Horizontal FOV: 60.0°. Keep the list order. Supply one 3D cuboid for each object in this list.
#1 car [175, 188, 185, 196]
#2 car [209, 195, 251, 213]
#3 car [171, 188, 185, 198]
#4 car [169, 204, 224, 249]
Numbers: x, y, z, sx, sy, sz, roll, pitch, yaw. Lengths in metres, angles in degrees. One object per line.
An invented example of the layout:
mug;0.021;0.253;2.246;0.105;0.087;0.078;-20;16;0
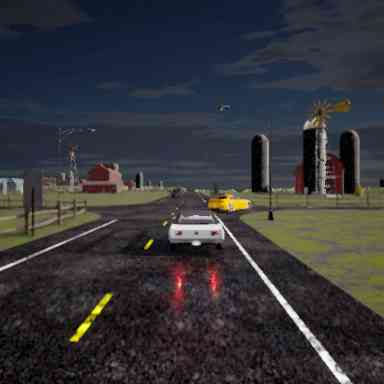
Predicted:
car;-3.076;0.029;85.956;2.150;2.045;5.566;0;1;0
car;3.636;1.015;30.888;1.882;1.535;5.008;-1;0;41
car;-3.159;0.252;69.292;2.150;2.045;5.566;0;1;0
car;0.163;1.395;13.407;1.895;1.301;4.718;0;1;0
